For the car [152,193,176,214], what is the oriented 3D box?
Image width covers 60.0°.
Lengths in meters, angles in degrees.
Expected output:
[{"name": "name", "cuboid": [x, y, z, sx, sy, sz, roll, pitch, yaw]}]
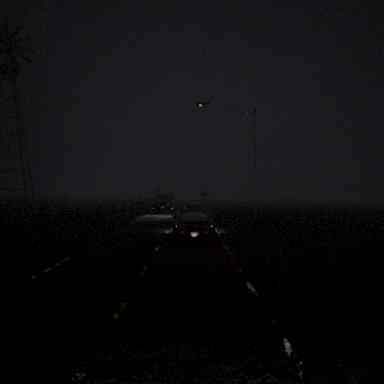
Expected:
[{"name": "car", "cuboid": [-2.847, 1.156, 35.068, 2.150, 2.045, 5.566, 0, 0, 0]}]

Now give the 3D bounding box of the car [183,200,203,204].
[{"name": "car", "cuboid": [0.092, 1.468, 30.825, 1.812, 1.442, 4.674, 0, 0, 0]}]

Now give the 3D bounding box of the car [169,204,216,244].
[{"name": "car", "cuboid": [0.081, 1.497, 15.516, 1.812, 1.442, 4.674, 0, 0, 0]}]
